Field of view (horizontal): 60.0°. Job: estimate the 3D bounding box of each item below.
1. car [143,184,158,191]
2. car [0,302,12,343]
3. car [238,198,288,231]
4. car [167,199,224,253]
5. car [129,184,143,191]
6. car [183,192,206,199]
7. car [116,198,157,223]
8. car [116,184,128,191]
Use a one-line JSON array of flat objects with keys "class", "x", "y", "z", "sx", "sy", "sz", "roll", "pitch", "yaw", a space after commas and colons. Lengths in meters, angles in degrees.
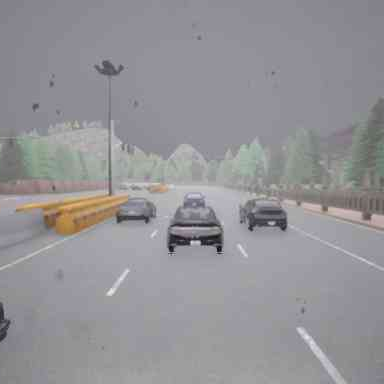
[{"class": "car", "x": -10.118, "y": -1.035, "z": 80.745, "sx": 1.837, "sy": 1.490, "sz": 4.892, "roll": 0, "pitch": 2, "yaw": 0}, {"class": "car", "x": -3.399, "y": 1.548, "z": 2.076, "sx": 2.033, "sy": 1.411, "sz": 5.357, "roll": 0, "pitch": 0, "yaw": 0}, {"class": "car", "x": 3.631, "y": 1.096, "z": 17.524, "sx": 1.837, "sy": 1.490, "sz": 4.892, "roll": 0, "pitch": 2, "yaw": 0}, {"class": "car", "x": 0.112, "y": 1.252, "z": 12.527, "sx": 2.128, "sy": 1.511, "sz": 4.902, "roll": 0, "pitch": 2, "yaw": 0}, {"class": "car", "x": -13.618, "y": -0.940, "z": 80.738, "sx": 1.895, "sy": 1.301, "sz": 4.718, "roll": 0, "pitch": 2, "yaw": 0}, {"class": "car", "x": 0.190, "y": 0.747, "z": 28.536, "sx": 1.812, "sy": 1.442, "sz": 4.674, "roll": 0, "pitch": 2, "yaw": 0}, {"class": "car", "x": -3.354, "y": 1.051, "z": 20.632, "sx": 1.994, "sy": 1.385, "sz": 4.181, "roll": 0, "pitch": 2, "yaw": 0}, {"class": "car", "x": -17.117, "y": -1.189, "z": 81.001, "sx": 2.097, "sy": 1.767, "sz": 4.553, "roll": 0, "pitch": 2, "yaw": 0}]
